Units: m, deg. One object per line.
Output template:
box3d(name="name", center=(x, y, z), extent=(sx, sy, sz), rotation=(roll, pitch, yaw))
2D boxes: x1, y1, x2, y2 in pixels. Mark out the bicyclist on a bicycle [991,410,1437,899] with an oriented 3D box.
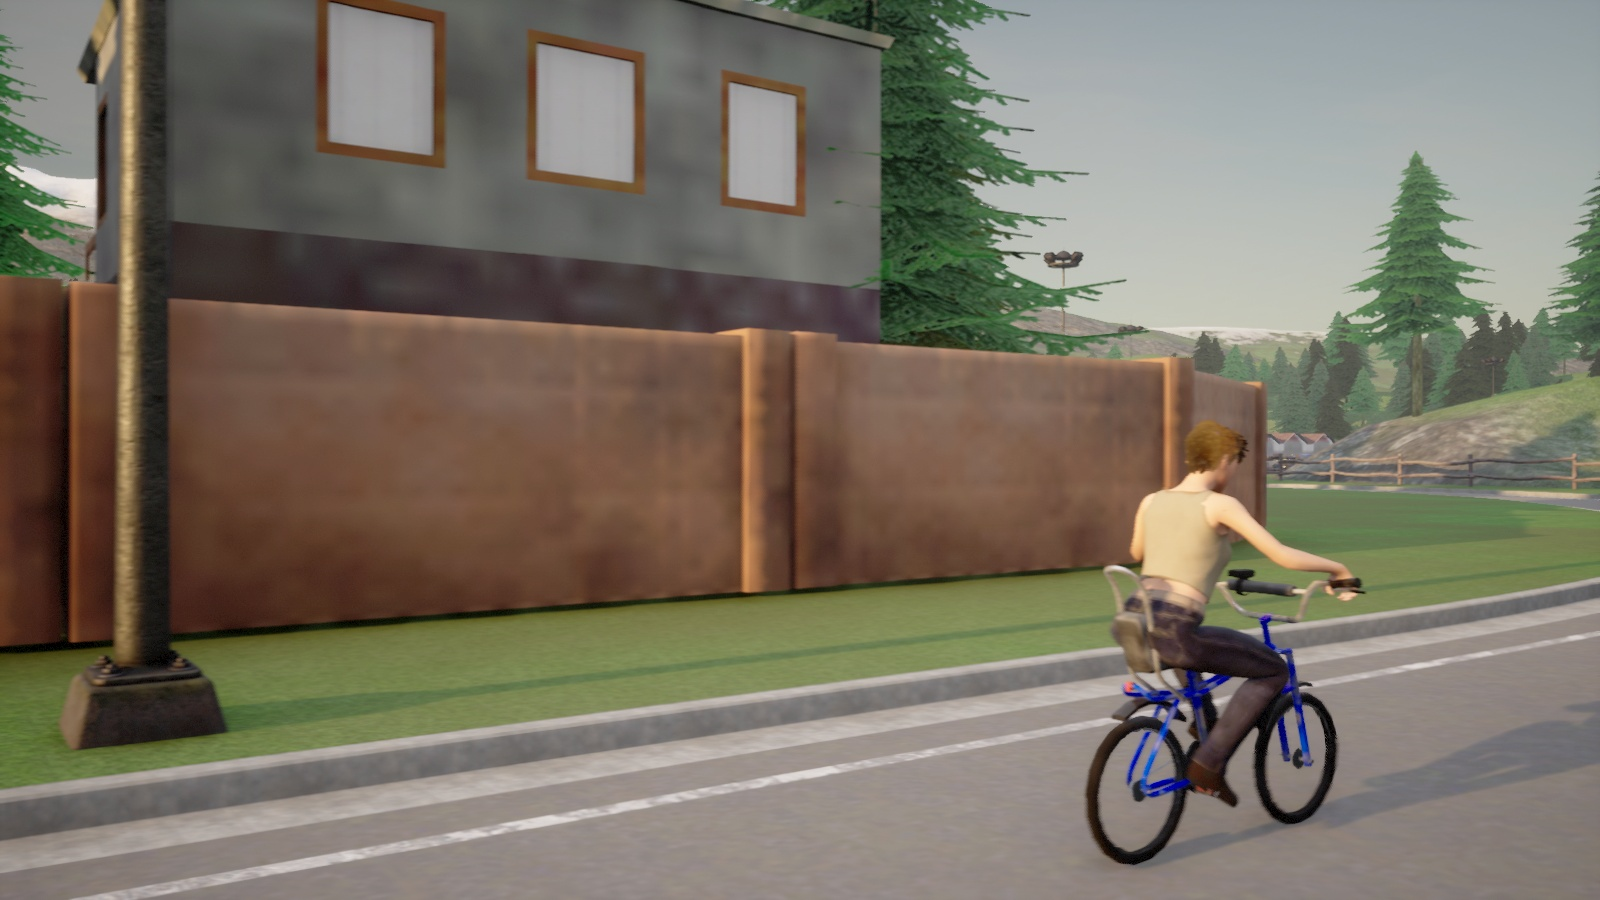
box3d(name="bicyclist on a bicycle", center=(1.590, 0.689, 4.779), extent=(1.509, 1.612, 0.866), rotation=(1, -1, -35))
